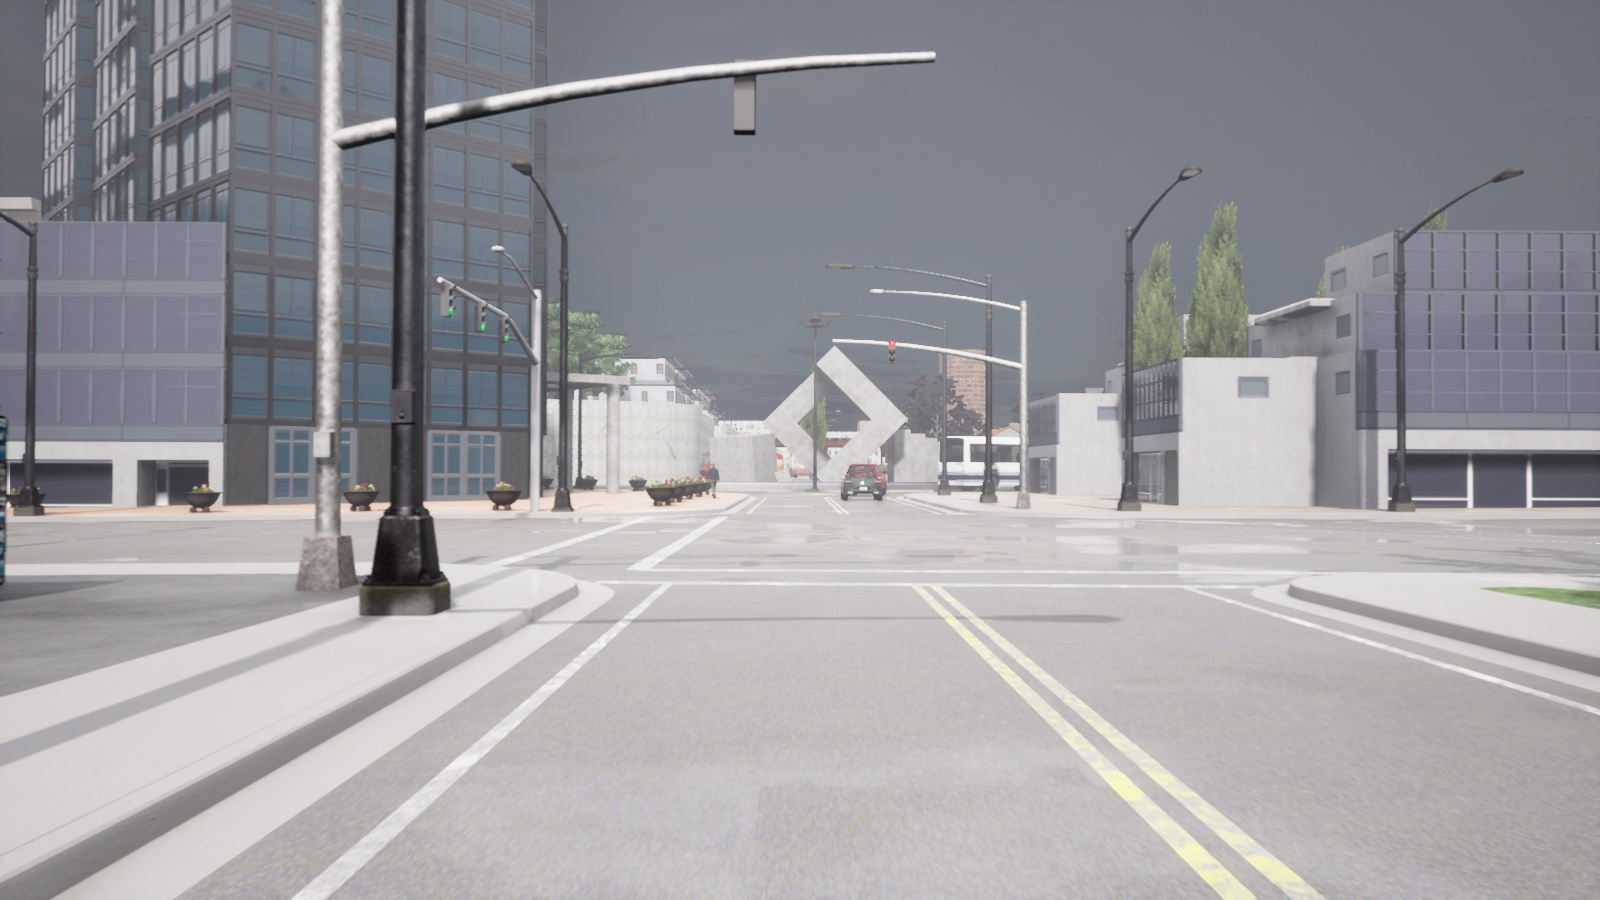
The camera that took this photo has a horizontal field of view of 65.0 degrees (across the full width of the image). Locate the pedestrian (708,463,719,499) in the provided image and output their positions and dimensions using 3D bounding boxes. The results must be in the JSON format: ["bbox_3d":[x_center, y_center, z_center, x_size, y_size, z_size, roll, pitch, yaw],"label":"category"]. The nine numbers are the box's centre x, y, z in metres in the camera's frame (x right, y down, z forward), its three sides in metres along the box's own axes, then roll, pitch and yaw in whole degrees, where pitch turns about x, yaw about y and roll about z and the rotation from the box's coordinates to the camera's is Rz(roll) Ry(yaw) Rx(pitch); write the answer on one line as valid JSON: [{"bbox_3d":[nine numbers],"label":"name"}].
[{"bbox_3d":[-4.334,1.556,63.229,0.402,1.842,0.726,0,-1,-17],"label":"pedestrian"}]

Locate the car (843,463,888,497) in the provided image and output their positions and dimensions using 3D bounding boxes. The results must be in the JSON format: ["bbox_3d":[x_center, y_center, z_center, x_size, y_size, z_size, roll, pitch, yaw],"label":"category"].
[{"bbox_3d":[4.174,1.848,79.389,2.150,2.045,5.566,0,-1,10],"label":"car"}]

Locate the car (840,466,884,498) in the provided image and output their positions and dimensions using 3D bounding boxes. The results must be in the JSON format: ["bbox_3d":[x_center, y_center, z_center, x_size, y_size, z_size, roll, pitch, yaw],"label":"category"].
[{"bbox_3d":[3.341,1.726,68.450,2.152,1.651,5.027,0,-1,0],"label":"car"}]
